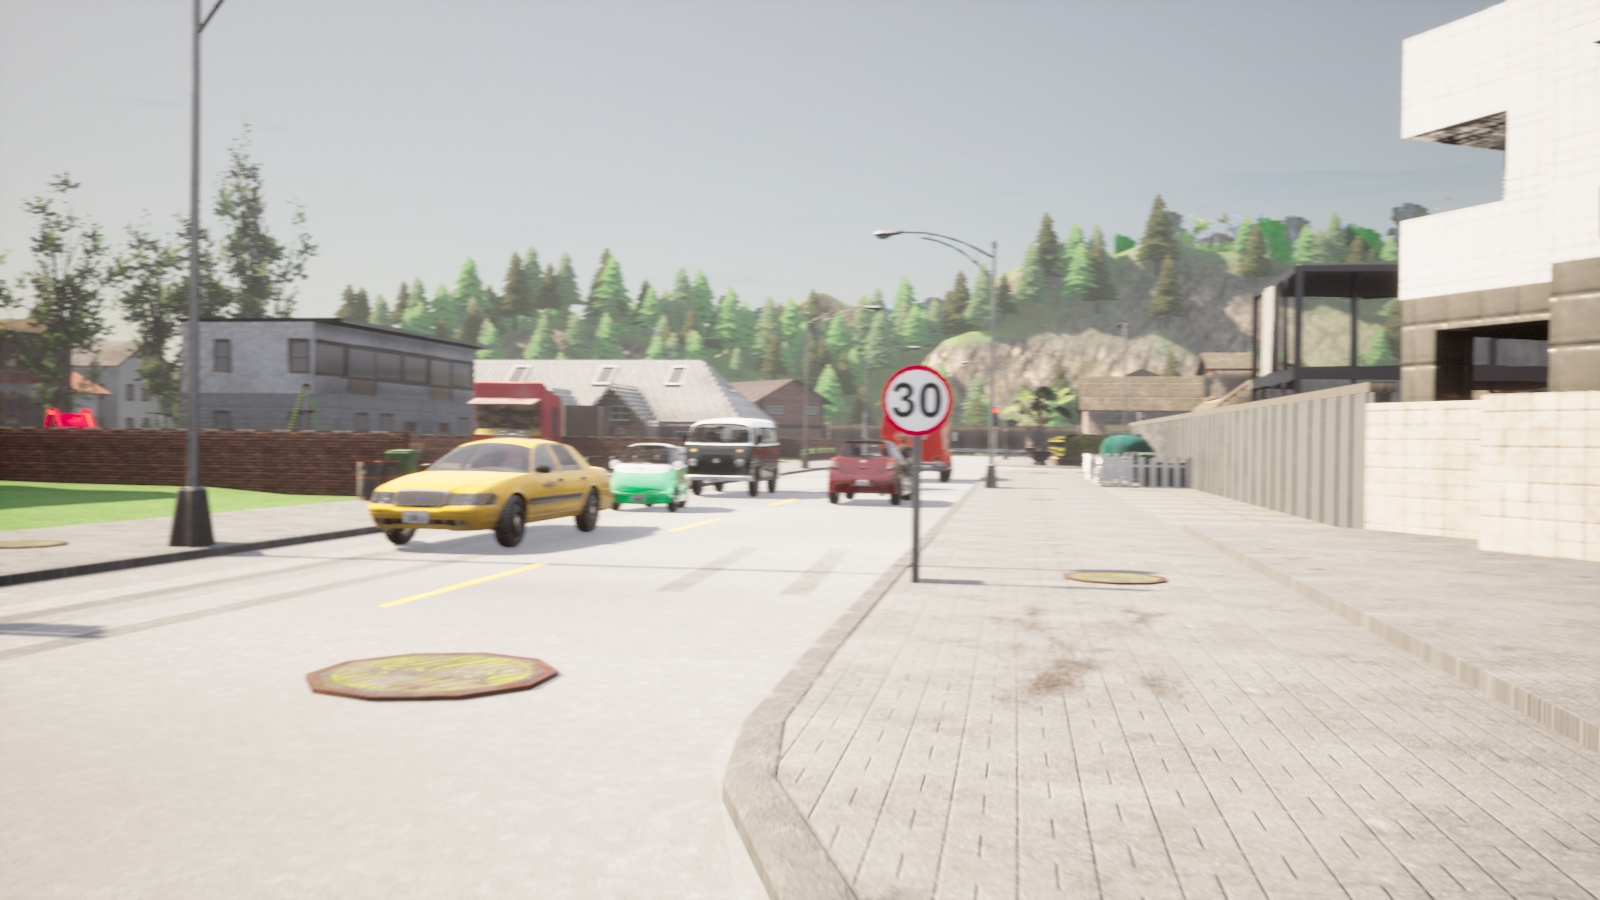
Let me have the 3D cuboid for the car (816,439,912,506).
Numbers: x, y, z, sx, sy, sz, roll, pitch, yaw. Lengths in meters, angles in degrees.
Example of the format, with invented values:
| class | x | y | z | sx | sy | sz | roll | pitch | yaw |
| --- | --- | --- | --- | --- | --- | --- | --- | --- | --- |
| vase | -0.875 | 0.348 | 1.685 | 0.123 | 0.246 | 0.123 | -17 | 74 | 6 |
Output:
| class | x | y | z | sx | sy | sz | roll | pitch | yaw |
| --- | --- | --- | --- | --- | --- | --- | --- | --- | --- |
| car | 1.590 | 0.489 | 29.897 | 1.845 | 1.501 | 3.633 | 0 | 0 | 10 |

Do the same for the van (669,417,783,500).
| class | x | y | z | sx | sy | sz | roll | pitch | yaw |
| --- | --- | --- | --- | --- | --- | --- | --- | --- | --- |
| van | -1.877 | 0.187 | 33.331 | 2.069 | 2.038 | 4.480 | 0 | 0 | 9 |

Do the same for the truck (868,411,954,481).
| class | x | y | z | sx | sy | sz | roll | pitch | yaw |
| --- | --- | --- | --- | --- | --- | --- | --- | --- | --- |
| truck | 4.206 | -0.168 | 46.875 | 2.627 | 2.467 | 5.204 | 0 | 0 | 11 |

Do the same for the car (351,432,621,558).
| class | x | y | z | sx | sy | sz | roll | pitch | yaw |
| --- | --- | --- | --- | --- | --- | --- | --- | --- | --- |
| car | -4.339 | 0.540 | 18.409 | 1.801 | 1.575 | 5.366 | 0 | 0 | 10 |

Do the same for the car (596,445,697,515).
| class | x | y | z | sx | sy | sz | roll | pitch | yaw |
| --- | --- | --- | --- | --- | --- | --- | --- | --- | --- |
| car | -3.116 | 0.588 | 25.812 | 1.481 | 1.376 | 2.207 | 0 | 0 | 10 |
